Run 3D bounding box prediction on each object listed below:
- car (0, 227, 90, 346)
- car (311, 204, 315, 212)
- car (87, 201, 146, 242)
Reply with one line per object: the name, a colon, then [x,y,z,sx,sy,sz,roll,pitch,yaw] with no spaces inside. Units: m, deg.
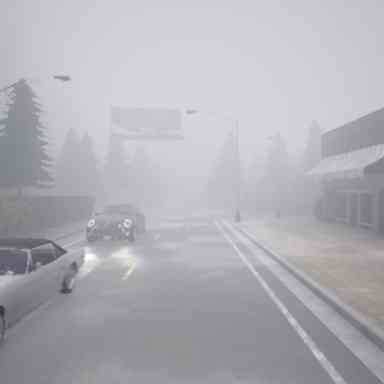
car: [-3.591,1.598,6.069,1.895,1.301,4.718,0,0,0]
car: [14.438,1.649,33.212,4.902,1.511,2.128,0,0,2]
car: [-3.550,1.343,16.265,2.097,1.767,4.553,0,0,1]
